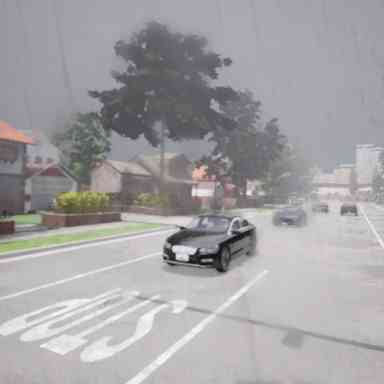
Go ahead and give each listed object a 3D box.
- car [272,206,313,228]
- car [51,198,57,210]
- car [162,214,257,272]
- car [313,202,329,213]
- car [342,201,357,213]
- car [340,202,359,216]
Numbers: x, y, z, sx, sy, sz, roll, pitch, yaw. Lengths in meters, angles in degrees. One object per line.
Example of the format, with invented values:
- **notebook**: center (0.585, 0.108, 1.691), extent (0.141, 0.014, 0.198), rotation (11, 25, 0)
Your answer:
- **car**: center (7.382, 1.789, 24.656), extent (2.033, 1.411, 5.357), rotation (2, 0, 26)
- **car**: center (-9.794, 0.890, 27.689), extent (3.806, 1.475, 1.970), rotation (2, 0, 27)
- **car**: center (0.815, 1.524, 11.134), extent (2.128, 1.511, 4.902), rotation (2, 0, 26)
- **car**: center (17.649, 2.093, 45.585), extent (1.812, 1.442, 4.674), rotation (2, 0, 26)
- **car**: center (23.900, 2.230, 50.417), extent (1.882, 1.535, 5.008), rotation (2, 0, 26)
- **car**: center (19.387, 2.123, 41.015), extent (1.837, 1.490, 4.892), rotation (2, 0, 27)
